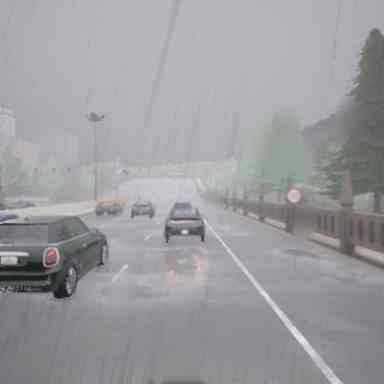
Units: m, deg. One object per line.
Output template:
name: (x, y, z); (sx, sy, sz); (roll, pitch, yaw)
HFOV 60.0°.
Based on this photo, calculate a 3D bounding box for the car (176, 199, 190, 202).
car: (-1.001, 1.473, 36.568); (1.882, 1.535, 5.008); (0, 0, -2)

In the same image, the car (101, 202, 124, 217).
car: (-7.864, 1.640, 32.146); (1.895, 1.301, 4.718); (0, 0, -2)

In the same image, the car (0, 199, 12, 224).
car: (-14.771, 1.436, 23.173); (2.097, 1.767, 4.553); (0, 0, -2)

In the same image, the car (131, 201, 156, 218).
car: (-4.292, 1.509, 29.914); (2.128, 1.511, 4.902); (0, 0, -2)

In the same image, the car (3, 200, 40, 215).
car: (-18.617, 1.669, 36.507); (1.994, 1.385, 4.181); (0, 0, -1)

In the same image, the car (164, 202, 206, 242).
car: (-0.370, 1.488, 16.515); (2.128, 1.511, 4.902); (0, 0, -2)

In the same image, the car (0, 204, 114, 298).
car: (-3.653, 1.372, 8.689); (2.097, 1.767, 4.553); (0, 0, -1)
